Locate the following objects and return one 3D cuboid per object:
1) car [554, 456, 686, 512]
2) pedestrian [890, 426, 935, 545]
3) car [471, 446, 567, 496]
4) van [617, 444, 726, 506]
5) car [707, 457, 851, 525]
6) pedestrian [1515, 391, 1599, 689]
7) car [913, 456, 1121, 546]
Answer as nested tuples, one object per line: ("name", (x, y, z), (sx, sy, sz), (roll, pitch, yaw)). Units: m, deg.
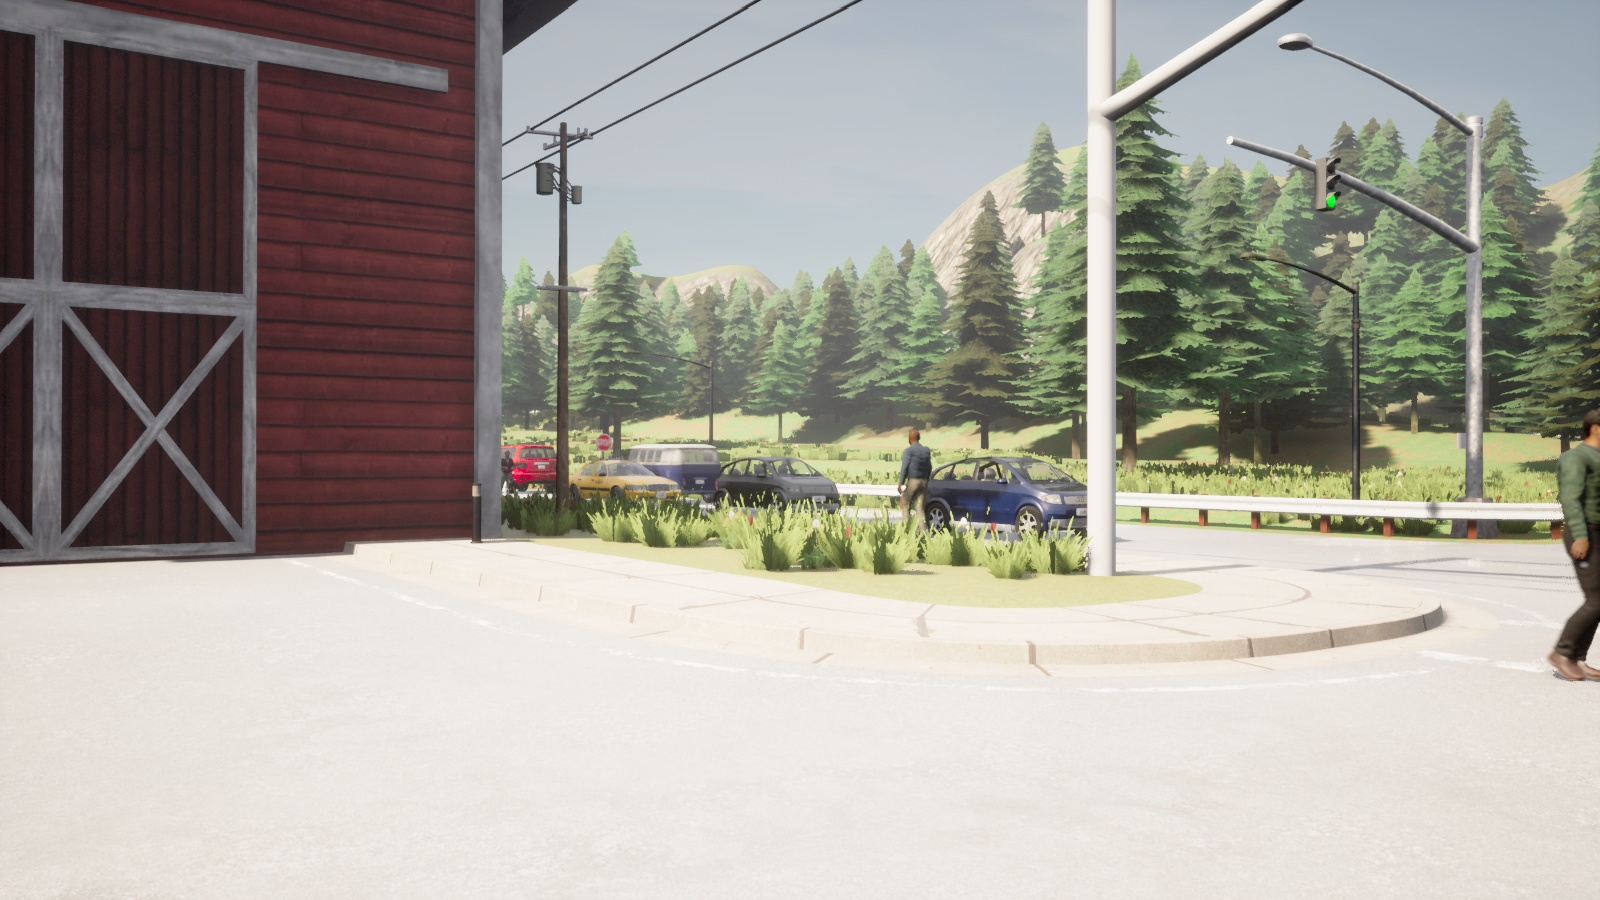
("car", (-5.532, 0.964, 37.921), (1.801, 1.575, 5.366), (0, 0, -34))
("pedestrian", (1.761, 0.549, 19.666), (0.370, 1.835, 0.726), (0, 0, -26))
("car", (-12.153, 0.861, 54.106), (2.150, 2.045, 5.566), (0, 0, -34))
("van", (-4.414, 0.803, 42.546), (1.775, 1.987, 4.442), (0, 0, -34))
("car", (-0.570, 0.945, 30.515), (1.789, 1.549, 3.705), (0, 0, -34))
("pedestrian", (5.326, 0.590, 8.446), (0.423, 1.949, 0.788), (0, 0, -38))
("car", (4.009, 0.891, 23.679), (1.789, 1.549, 3.705), (0, 0, -34))
